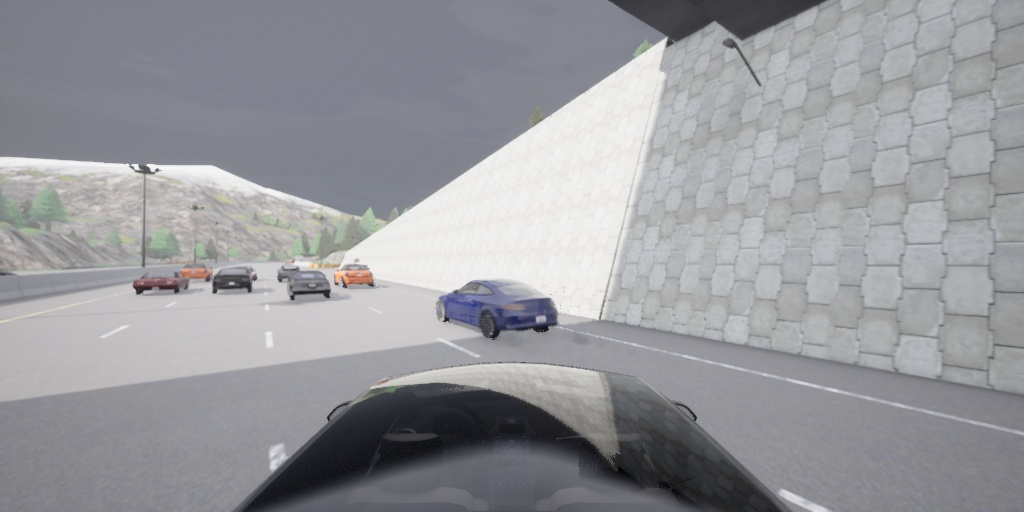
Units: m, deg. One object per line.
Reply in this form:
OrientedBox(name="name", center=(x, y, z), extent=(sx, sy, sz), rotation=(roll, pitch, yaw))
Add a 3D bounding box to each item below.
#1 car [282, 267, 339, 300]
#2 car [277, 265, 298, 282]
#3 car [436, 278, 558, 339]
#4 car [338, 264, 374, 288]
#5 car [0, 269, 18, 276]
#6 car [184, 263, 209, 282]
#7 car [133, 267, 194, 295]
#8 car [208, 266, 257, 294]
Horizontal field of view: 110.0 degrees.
OrientedBox(name="car", center=(-11.022, 1.495, 19.385), extent=(2.033, 1.411, 5.357), rotation=(0, -1, -34))
OrientedBox(name="car", center=(-20.739, 1.598, 33.453), extent=(2.128, 1.511, 4.902), rotation=(0, -1, -35))
OrientedBox(name="car", center=(-0.607, 1.374, 10.492), extent=(1.812, 1.442, 4.674), rotation=(0, -1, -35))
OrientedBox(name="car", center=(-11.873, 1.383, 26.788), extent=(2.097, 1.767, 4.553), rotation=(0, -1, -35))
OrientedBox(name="car", center=(-36.047, 1.569, 24.628), extent=(1.994, 1.385, 4.181), rotation=(0, -1, -34))
OrientedBox(name="car", center=(-28.889, 1.450, 32.932), extent=(2.097, 1.767, 4.553), rotation=(0, -1, -35))
OrientedBox(name="car", center=(-21.396, 1.578, 22.095), extent=(1.895, 1.301, 4.718), rotation=(0, -1, -35))
OrientedBox(name="car", center=(-17.620, 1.463, 22.788), extent=(1.882, 1.535, 5.008), rotation=(0, -1, -35))
